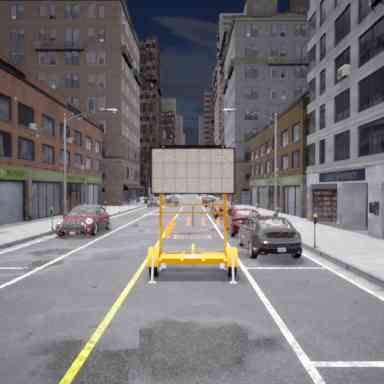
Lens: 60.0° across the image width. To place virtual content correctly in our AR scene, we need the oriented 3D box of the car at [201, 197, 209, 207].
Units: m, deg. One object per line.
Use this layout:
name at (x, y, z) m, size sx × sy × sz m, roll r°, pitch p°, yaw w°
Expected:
car at (2.833, 1.585, 50.971) m, size 1.947 × 1.339 × 4.313 m, roll -1°, pitch 0°, yaw 0°

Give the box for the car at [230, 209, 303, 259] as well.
car at (2.772, 1.550, 12.434) m, size 2.008 × 1.369 × 4.403 m, roll -1°, pitch 0°, yaw 0°

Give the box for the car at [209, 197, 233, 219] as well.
car at (2.797, 1.445, 28.950) m, size 1.967 × 1.590 × 4.097 m, roll -1°, pitch 0°, yaw 0°

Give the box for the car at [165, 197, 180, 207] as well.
car at (-3.001, 1.525, 52.856) m, size 1.837 × 1.490 × 4.892 m, roll 0°, pitch 0°, yaw 0°

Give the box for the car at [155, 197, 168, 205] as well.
car at (-5.674, 1.579, 61.995) m, size 2.008 × 1.369 × 4.403 m, roll -1°, pitch 0°, yaw 0°

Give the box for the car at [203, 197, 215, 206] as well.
car at (2.842, 1.568, 56.476) m, size 1.887 × 1.381 × 4.507 m, roll -1°, pitch 0°, yaw 0°

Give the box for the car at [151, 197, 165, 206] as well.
car at (-5.683, 1.589, 56.490) m, size 1.947 × 1.339 × 4.313 m, roll -1°, pitch 0°, yaw 0°

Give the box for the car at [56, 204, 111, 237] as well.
car at (-5.745, 1.441, 17.954) m, size 1.967 × 1.590 × 4.097 m, roll -1°, pitch 0°, yaw 0°

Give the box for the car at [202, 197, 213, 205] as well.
car at (2.851, 1.573, 61.981) m, size 1.887 × 1.381 × 4.507 m, roll -1°, pitch 0°, yaw 0°

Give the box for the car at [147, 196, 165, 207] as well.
car at (-5.693, 1.459, 50.984) m, size 1.967 × 1.590 × 4.097 m, roll -1°, pitch 0°, yaw 0°

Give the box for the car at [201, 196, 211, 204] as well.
car at (2.859, 1.578, 67.486) m, size 1.887 × 1.381 × 4.507 m, roll -1°, pitch 0°, yaw 0°

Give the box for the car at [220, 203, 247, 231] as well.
car at (2.781, 1.546, 17.940) m, size 1.887 × 1.381 × 4.507 m, roll -1°, pitch 0°, yaw 0°

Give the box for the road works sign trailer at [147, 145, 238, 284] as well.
road works sign trailer at (0.028, 0.464, 9.577) m, size 2.380 × 3.560 × 2.880 m, roll 0°, pitch 0°, yaw 0°

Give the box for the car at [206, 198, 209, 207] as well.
car at (2.807, 1.553, 34.455) m, size 1.887 × 1.381 × 4.507 m, roll -1°, pitch 0°, yaw 0°

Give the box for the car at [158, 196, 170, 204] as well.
car at (-5.666, 1.578, 67.500) m, size 1.887 × 1.381 × 4.507 m, roll -1°, pitch 0°, yaw 0°
